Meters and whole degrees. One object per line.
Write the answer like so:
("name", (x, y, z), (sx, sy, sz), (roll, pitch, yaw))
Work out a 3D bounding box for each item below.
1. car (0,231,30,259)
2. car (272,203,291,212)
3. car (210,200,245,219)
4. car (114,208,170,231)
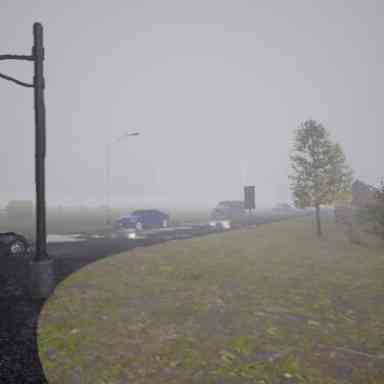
("car", (-8.002, 1.718, 11.383), (1.812, 1.442, 4.674), (-1, -2, 32))
("car", (14.689, 2.567, 54.475), (2.033, 1.411, 5.357), (-2, -2, 31))
("car", (4.142, 1.936, 37.566), (2.150, 2.045, 5.566), (-2, -1, 32))
("car", (-3.657, 1.991, 25.042), (1.882, 1.535, 5.008), (-2, -2, 31))
